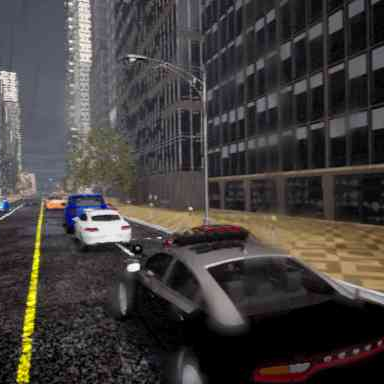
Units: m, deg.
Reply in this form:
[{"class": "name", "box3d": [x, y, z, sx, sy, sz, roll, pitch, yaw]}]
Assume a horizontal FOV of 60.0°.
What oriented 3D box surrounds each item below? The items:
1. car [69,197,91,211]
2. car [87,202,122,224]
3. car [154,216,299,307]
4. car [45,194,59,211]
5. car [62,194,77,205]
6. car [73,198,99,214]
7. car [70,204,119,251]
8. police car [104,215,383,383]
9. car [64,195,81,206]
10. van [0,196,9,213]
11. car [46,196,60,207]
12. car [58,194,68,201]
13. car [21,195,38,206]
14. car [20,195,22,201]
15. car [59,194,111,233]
[{"class": "car", "box3d": [-13.384, 1.375, 39.670, 2.008, 1.369, 4.403, -1, 1, -24]}, {"class": "car", "box3d": [-6.422, 1.443, 24.077, 1.802, 1.307, 4.206, -1, 1, -24]}, {"class": "car", "box3d": [0.539, 1.468, 8.482, 1.802, 1.307, 4.206, -1, 1, -24]}, {"class": "car", "box3d": [-16.339, 1.236, 39.744, 2.097, 1.767, 4.553, -1, 1, -24]}, {"class": "car", "box3d": [-20.349, 1.214, 55.263, 1.967, 1.590, 4.097, -1, 1, -24]}, {"class": "car", "box3d": [-11.064, 1.389, 34.473, 2.008, 1.369, 4.403, -1, 1, -24]}, {"class": "car", "box3d": [-3.801, 1.445, 13.811, 1.812, 1.442, 4.674, -1, 1, -24]}, {"class": "police car", "box3d": [0.229, 1.359, 4.779, 1.930, 1.638, 5.238, -1, 1, -24]}, {"class": "car", "box3d": [-18.028, 1.231, 50.065, 1.967, 1.590, 4.097, -1, 1, -24]}, {"class": "van", "box3d": [-21.041, 1.365, 36.257, 1.690, 1.788, 3.998, -1, 1, -24]}, {"class": "car", "box3d": [-21.240, 1.375, 50.665, 1.812, 1.442, 4.674, -1, 1, -24]}, {"class": "car", "box3d": [-29.629, 1.242, 76.056, 1.887, 1.381, 4.507, -1, 1, -24]}, {"class": "car", "box3d": [-25.738, 1.455, 53.385, 2.033, 1.411, 5.357, -1, 1, -24]}, {"class": "car", "box3d": [-41.924, 1.396, 83.042, 1.887, 1.381, 4.507, -1, 1, -24]}, {"class": "car", "box3d": [-6.265, 1.135, 19.314, 2.150, 2.045, 5.566, -1, 1, -24]}]
